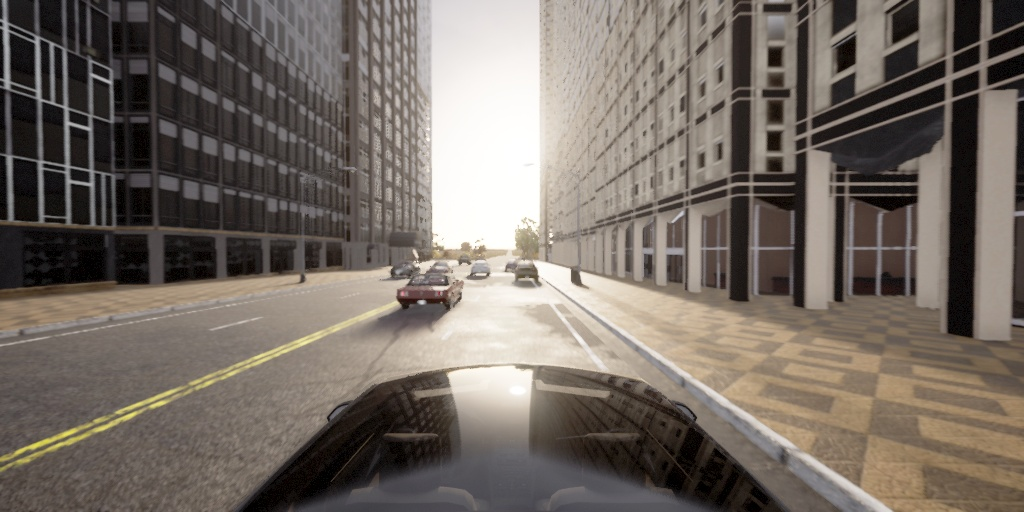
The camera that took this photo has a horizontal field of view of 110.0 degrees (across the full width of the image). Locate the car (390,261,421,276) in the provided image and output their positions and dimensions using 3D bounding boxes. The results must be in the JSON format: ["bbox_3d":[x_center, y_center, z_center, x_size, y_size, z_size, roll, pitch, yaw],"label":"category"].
[{"bbox_3d":[-9.837,1.222,33.477,2.128,1.511,4.902,0,0,0],"label":"car"}]

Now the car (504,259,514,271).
[{"bbox_3d":[0.001,1.247,47.926,1.812,1.442,4.674,0,0,0],"label":"car"}]

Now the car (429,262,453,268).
[{"bbox_3d":[-6.589,1.257,33.401,1.812,1.442,4.674,0,0,0],"label":"car"}]

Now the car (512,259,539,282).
[{"bbox_3d":[1.133,1.242,28.712,1.837,1.490,4.892,0,0,0],"label":"car"}]

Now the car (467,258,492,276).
[{"bbox_3d":[-3.154,1.255,36.881,1.812,1.442,4.674,0,0,0],"label":"car"}]

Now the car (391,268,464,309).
[{"bbox_3d":[-3.152,1.346,14.789,1.895,1.301,4.718,0,0,0],"label":"car"}]
